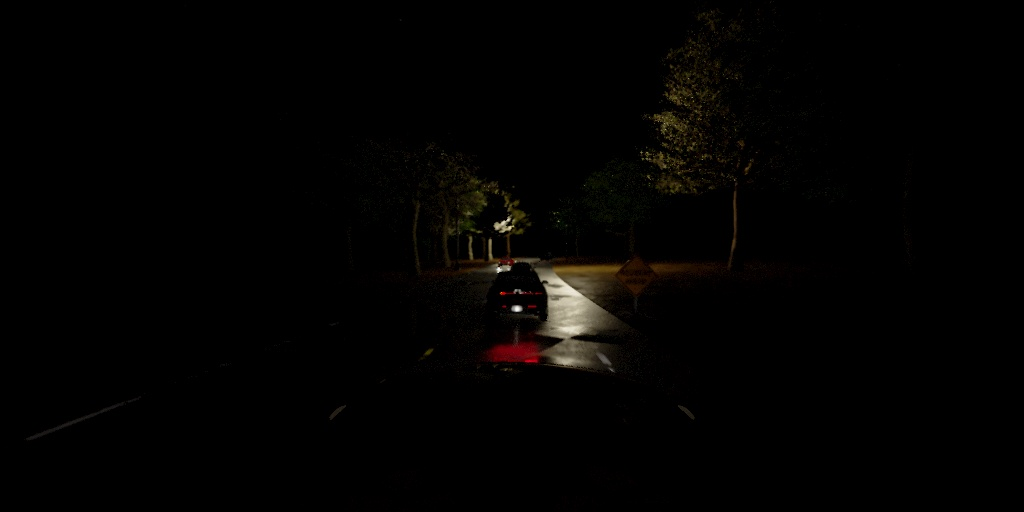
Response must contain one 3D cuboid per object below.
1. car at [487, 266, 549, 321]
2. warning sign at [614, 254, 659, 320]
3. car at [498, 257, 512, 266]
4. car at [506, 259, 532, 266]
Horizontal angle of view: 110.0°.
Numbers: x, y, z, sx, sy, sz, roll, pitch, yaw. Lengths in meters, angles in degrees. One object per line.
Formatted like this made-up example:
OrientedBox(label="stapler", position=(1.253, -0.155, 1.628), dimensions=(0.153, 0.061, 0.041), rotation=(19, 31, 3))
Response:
OrientedBox(label="car", position=(0.210, 1.239, 12.387), dimensions=(1.837, 1.490, 4.892), rotation=(0, 0, 2))
OrientedBox(label="warning sign", position=(3.628, 0.858, 10.539), dimensions=(1.300, 1.860, 1.060), rotation=(0, 0, 1))
OrientedBox(label="car", position=(-0.889, 0.899, 52.828), dimensions=(1.882, 1.535, 5.008), rotation=(0, 1, 6))
OrientedBox(label="car", position=(0.808, 1.221, 27.971), dimensions=(1.837, 1.490, 4.892), rotation=(0, 1, 3))
